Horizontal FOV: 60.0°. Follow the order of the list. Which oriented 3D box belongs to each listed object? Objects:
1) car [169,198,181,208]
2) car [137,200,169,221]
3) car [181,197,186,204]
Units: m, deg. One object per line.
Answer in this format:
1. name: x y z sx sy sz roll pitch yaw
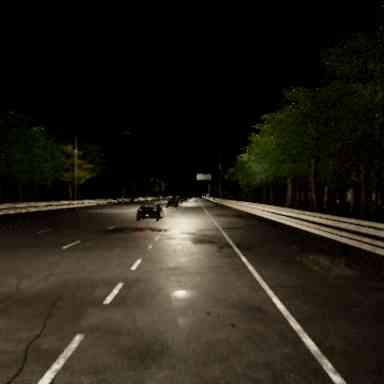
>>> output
1. car: -3.300 1.915 57.780 1.837 1.490 4.892 0 -1 0
2. car: -3.450 1.615 28.063 2.128 1.511 4.902 0 0 0
3. car: -3.099 2.196 82.953 1.812 1.442 4.674 0 -1 1
